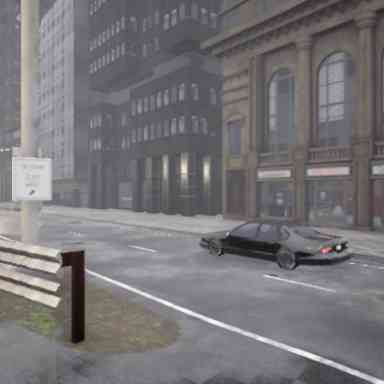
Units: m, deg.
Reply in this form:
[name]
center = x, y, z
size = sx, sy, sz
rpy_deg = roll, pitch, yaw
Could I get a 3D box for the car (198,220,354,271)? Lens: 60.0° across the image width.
[car]
center = 2.616, 1.681, 11.600
size = 2.033, 1.411, 5.357
rpy_deg = 0, 0, -42
